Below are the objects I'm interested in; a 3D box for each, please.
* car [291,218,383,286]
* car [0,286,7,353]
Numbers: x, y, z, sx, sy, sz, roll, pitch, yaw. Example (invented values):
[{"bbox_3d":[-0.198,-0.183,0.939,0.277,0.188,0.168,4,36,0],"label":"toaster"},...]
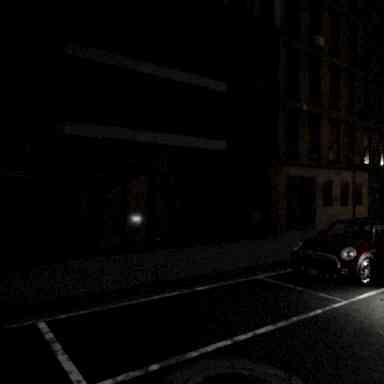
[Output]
[{"bbox_3d":[4.704,1.504,9.544,4.097,1.590,1.967,0,0,-35],"label":"car"},{"bbox_3d":[-4.269,1.539,3.143,4.403,1.369,2.008,0,0,-35],"label":"car"}]
